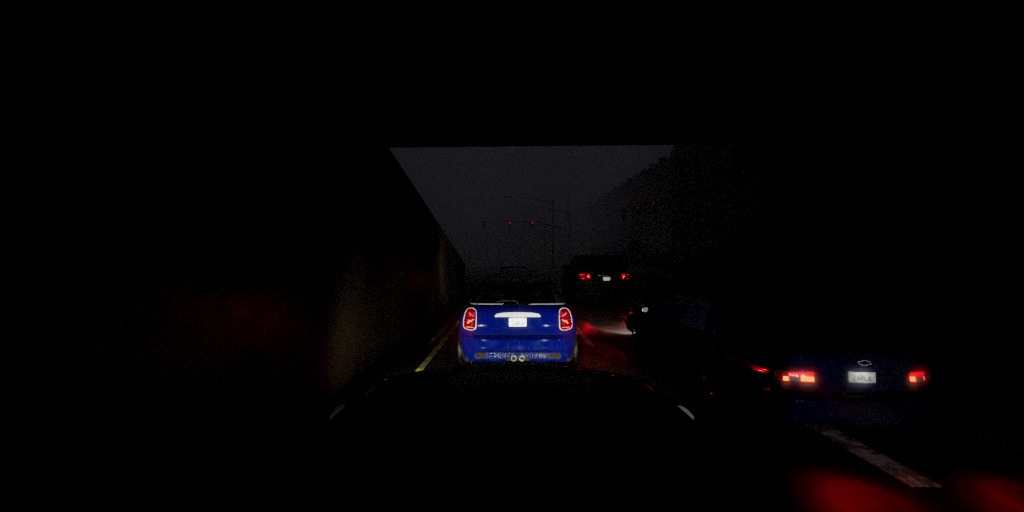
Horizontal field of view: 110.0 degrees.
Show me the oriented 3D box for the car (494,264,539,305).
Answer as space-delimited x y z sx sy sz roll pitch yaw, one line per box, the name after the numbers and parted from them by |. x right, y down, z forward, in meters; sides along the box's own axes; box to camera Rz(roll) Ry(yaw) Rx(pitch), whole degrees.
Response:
0.131 1.228 17.251 1.882 1.535 5.008 0 0 -1 | car

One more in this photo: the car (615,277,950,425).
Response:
3.610 1.297 6.197 2.033 1.411 5.357 0 0 0 | car

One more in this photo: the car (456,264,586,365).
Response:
0.107 1.102 7.968 2.097 1.767 4.553 0 0 0 | car

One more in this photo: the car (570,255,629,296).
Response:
3.644 0.971 16.444 2.150 2.045 5.566 0 0 0 | car
